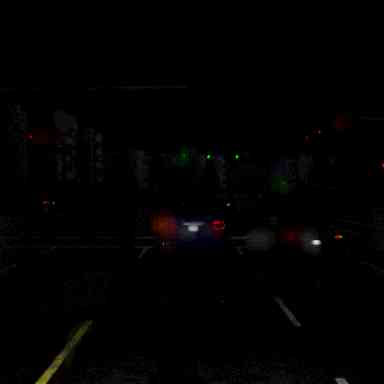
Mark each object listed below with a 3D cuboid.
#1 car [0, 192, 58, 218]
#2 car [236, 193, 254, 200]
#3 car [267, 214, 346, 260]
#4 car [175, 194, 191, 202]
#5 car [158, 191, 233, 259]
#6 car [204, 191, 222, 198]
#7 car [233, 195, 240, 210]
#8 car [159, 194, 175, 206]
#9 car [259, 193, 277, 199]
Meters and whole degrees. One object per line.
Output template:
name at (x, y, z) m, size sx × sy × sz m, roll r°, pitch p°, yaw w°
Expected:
car at (-14.029, 1.020, 27.525) m, size 5.566 × 2.045 × 2.150 m, roll 0°, pitch 0°, yaw 5°
car at (11.245, 0.936, 74.628) m, size 1.882 × 1.535 × 5.008 m, roll 0°, pitch 1°, yaw 38°
car at (3.932, 1.476, 12.055) m, size 1.994 × 1.385 × 4.181 m, roll 0°, pitch 0°, yaw 5°
car at (-1.692, 1.061, 63.969) m, size 1.812 × 1.442 × 4.674 m, roll 0°, pitch 0°, yaw 16°
car at (-0.059, 1.131, 12.287) m, size 2.150 × 2.045 × 5.566 m, roll 0°, pitch 0°, yaw -2°
car at (4.964, 0.549, 77.911) m, size 1.837 × 1.490 × 4.892 m, roll 0°, pitch 1°, yaw 35°
car at (3.801, 1.294, 37.075) m, size 1.994 × 1.385 × 4.181 m, roll 0°, pitch 0°, yaw -1°
car at (-3.494, 1.128, 48.096) m, size 1.882 × 1.535 × 5.008 m, roll 0°, pitch 0°, yaw 0°
car at (18.624, 0.944, 82.102) m, size 5.357 × 1.411 × 2.033 m, roll 0°, pitch 1°, yaw -36°
